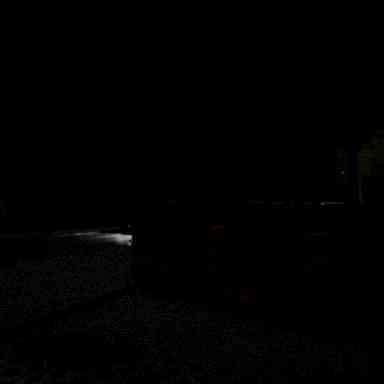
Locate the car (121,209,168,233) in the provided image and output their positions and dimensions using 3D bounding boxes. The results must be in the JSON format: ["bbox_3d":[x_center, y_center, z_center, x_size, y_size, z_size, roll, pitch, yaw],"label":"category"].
[{"bbox_3d":[-2.062,1.700,19.705,4.181,1.385,1.994,1,-1,-44],"label":"car"}]

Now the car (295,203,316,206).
[{"bbox_3d":[10.957,1.790,32.188,4.902,1.511,2.128,1,-1,-44],"label":"car"}]
